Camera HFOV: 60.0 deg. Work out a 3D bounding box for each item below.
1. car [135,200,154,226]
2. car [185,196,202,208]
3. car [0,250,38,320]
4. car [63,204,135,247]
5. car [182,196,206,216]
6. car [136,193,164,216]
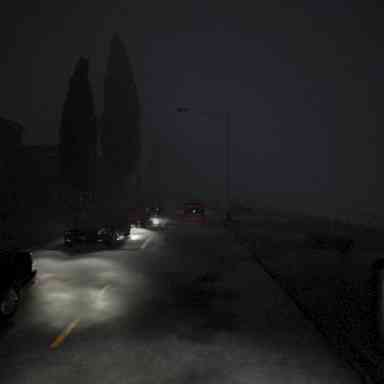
[{"bbox_3d":[-3.905,1.469,21.956,1.994,1.385,4.181,0,0,0],"label":"car"},{"bbox_3d":[0.257,1.297,44.595,2.128,1.511,4.902,0,0,1],"label":"car"},{"bbox_3d":[-4.087,1.523,4.502,2.033,1.411,5.357,0,0,0],"label":"car"},{"bbox_3d":[-4.033,1.408,14.815,1.882,1.535,5.008,0,0,0],"label":"car"},{"bbox_3d":[0.194,1.372,30.388,1.837,1.490,4.892,0,0,1],"label":"car"},{"bbox_3d":[-3.881,1.082,31.312,2.150,2.045,5.566,0,0,1],"label":"car"}]
